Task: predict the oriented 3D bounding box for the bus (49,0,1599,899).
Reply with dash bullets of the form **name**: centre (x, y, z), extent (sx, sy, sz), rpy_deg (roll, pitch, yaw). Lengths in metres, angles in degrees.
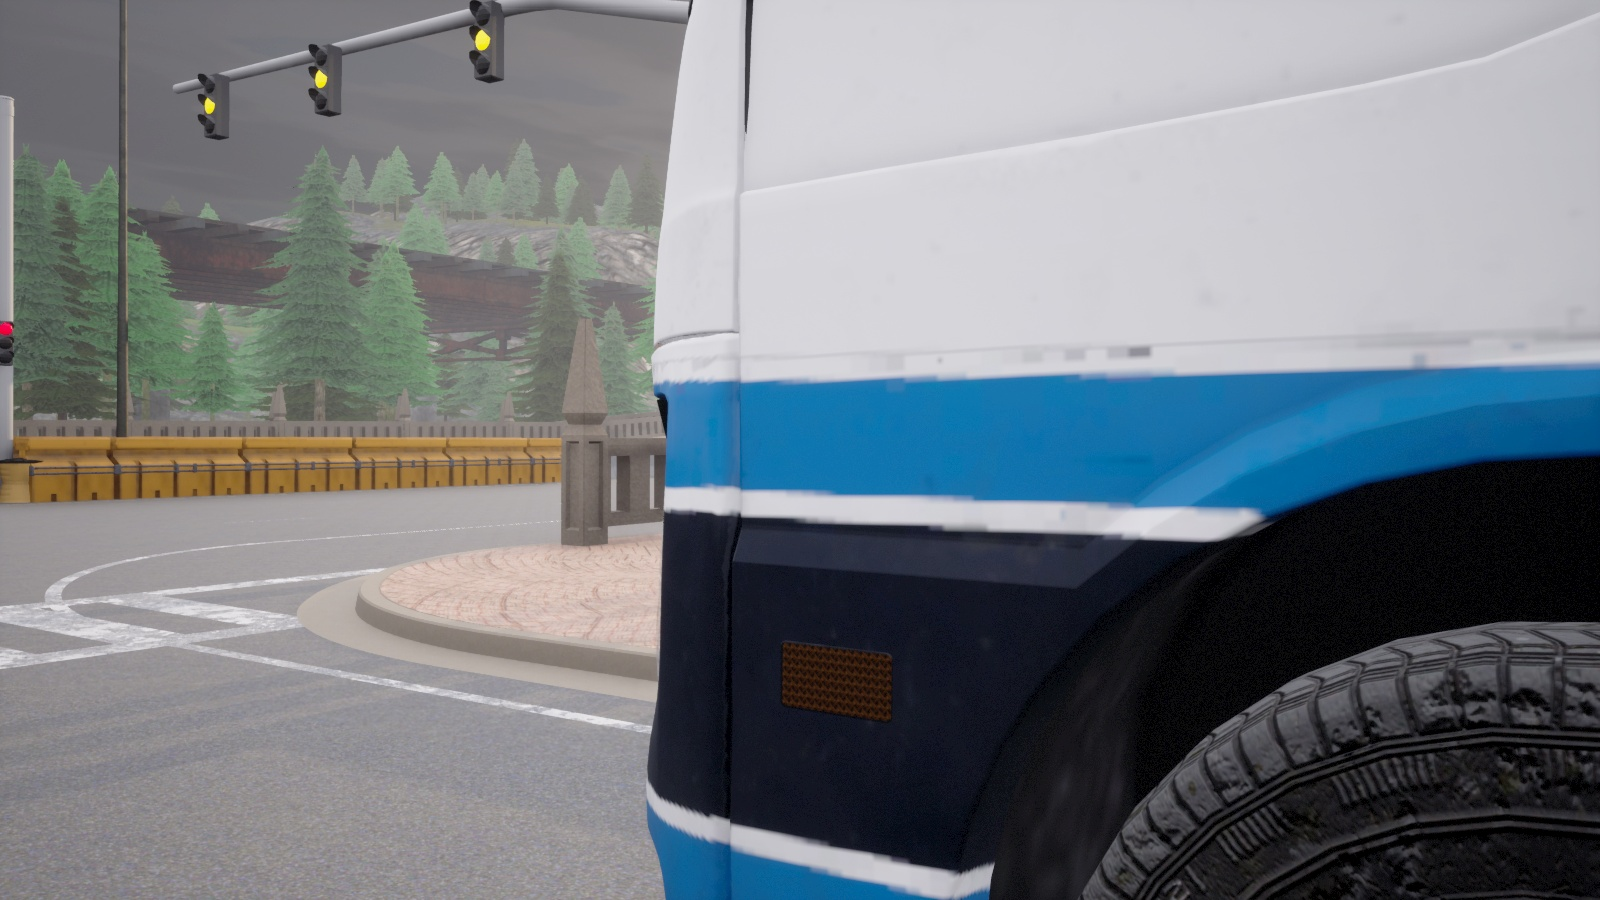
- **bus**: centre (4.151, -0.694, 0.838), extent (10.273, 4.253, 3.944), rpy_deg (0, 1, 34)
